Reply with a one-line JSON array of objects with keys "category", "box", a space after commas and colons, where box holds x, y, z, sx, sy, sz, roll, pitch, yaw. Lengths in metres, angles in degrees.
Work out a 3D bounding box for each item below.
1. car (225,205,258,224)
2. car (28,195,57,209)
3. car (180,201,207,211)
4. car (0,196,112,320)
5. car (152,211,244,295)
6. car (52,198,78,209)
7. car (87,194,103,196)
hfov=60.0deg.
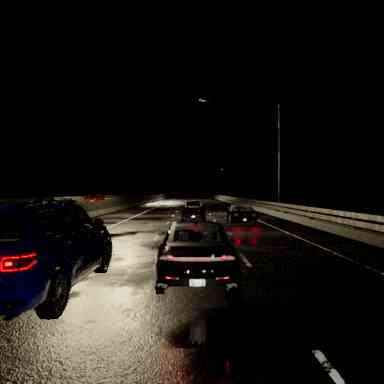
[{"category": "car", "box": [3.598, 1.593, 24.908, 1.895, 1.301, 4.718, 0, 0, 0]}, {"category": "car", "box": [-21.007, 1.332, 46.949, 2.097, 1.767, 4.553, 0, 0, 0]}, {"category": "car", "box": [0.099, 1.497, 26.319, 1.837, 1.490, 4.892, 0, 0, 0]}, {"category": "car", "box": [-3.396, 1.219, 7.423, 2.150, 2.045, 5.566, 0, 0, 0]}, {"category": "car", "box": [0.100, 1.489, 8.689, 2.128, 1.511, 4.902, 0, 0, 0]}, {"category": "car", "box": [-17.515, 1.547, 46.105, 1.994, 1.385, 4.181, 0, 0, 0]}, {"category": "car", "box": [-14.002, 1.299, 47.512, 2.150, 2.045, 5.566, 0, 0, 0]}]
